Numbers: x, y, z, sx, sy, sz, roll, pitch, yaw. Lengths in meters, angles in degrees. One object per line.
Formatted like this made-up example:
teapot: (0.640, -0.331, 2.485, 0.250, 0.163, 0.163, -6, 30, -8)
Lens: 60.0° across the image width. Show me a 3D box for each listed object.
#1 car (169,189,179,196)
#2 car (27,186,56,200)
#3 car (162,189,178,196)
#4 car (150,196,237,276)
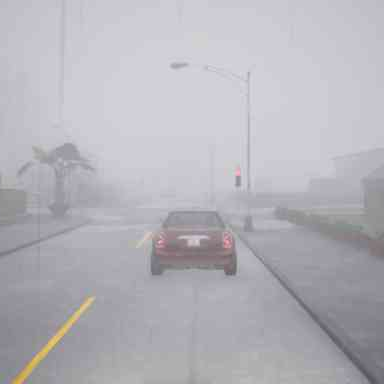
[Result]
car: (-4.002, 0.067, 73.950, 2.033, 1.411, 5.357, 0, 1, 0)
car: (-19.760, 0.114, 43.700, 1.905, 1.878, 3.866, 1, 1, 35)
car: (-4.054, 0.186, 58.571, 2.097, 1.767, 4.553, 0, 1, 0)
car: (0.057, 1.153, 9.861, 2.097, 1.767, 4.553, 0, 1, 0)
